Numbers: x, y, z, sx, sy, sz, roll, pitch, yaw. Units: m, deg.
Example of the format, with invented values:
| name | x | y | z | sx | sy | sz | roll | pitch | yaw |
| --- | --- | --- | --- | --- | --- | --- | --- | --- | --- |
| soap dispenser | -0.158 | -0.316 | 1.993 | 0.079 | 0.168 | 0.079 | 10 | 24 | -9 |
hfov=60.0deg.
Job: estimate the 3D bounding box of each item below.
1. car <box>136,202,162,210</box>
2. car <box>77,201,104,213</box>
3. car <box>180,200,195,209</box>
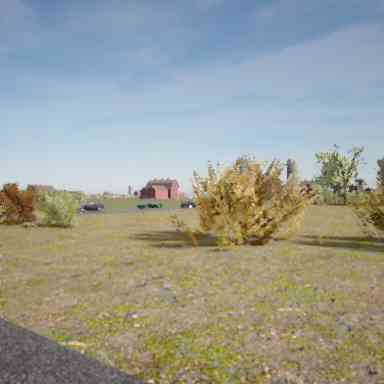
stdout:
| name | x | y | z | sx | sy | sz | roll | pitch | yaw |
| --- | --- | --- | --- | --- | --- | --- | --- | --- | --- |
| car | -7.327 | 2.335 | 56.967 | 1.895 | 1.301 | 4.718 | -2 | -2 | 36 |
| car | -14.663 | 2.090 | 46.839 | 2.128 | 1.511 | 4.902 | -2 | -2 | 36 |
| car | -0.179 | 2.237 | 60.675 | 1.837 | 1.490 | 4.892 | -2 | -2 | 36 |
